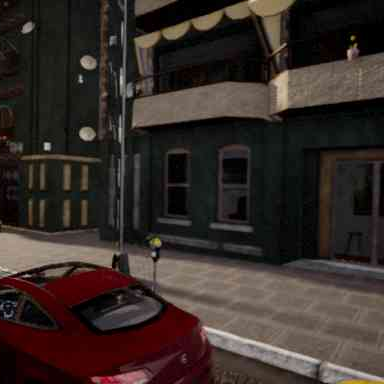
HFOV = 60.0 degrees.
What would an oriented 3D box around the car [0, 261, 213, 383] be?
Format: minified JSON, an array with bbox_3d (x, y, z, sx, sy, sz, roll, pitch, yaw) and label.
[{"bbox_3d":[-1.728,1.550,4.091,4.206,1.307,1.802,1,1,36],"label":"car"}]

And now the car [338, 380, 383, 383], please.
[{"bbox_3d":[2.630,1.540,0.980,4.829,1.417,1.752,1,1,36],"label":"car"}]
